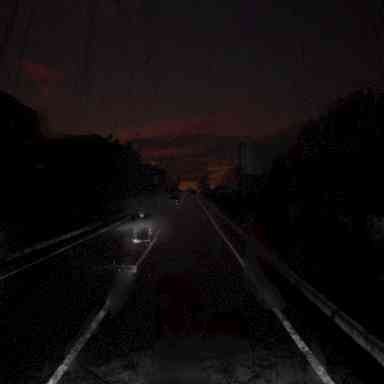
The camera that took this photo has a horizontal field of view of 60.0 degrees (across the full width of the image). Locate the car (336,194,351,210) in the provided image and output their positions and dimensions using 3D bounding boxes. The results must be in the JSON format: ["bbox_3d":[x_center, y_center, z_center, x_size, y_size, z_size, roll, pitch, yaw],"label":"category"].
[{"bbox_3d":[18.655,1.219,35.624,5.008,1.535,2.097,0,1,0],"label":"car"}]

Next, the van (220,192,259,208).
[{"bbox_3d":[5.659,0.945,40.309,4.442,1.987,1.878,0,1,0],"label":"van"}]

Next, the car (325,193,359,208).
[{"bbox_3d":[18.639,1.192,38.400,5.008,1.535,2.097,0,1,0],"label":"car"}]

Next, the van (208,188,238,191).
[{"bbox_3d":[5.543,0.698,59.940,4.442,1.987,1.878,0,1,0],"label":"van"}]

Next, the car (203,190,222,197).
[{"bbox_3d":[5.246,0.350,85.164,4.553,1.767,2.185,0,1,0],"label":"car"}]

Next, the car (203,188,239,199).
[{"bbox_3d":[5.382,0.623,62.739,5.566,2.045,2.435,0,1,0],"label":"car"}]

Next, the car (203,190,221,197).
[{"bbox_3d":[5.229,0.301,87.967,4.553,1.767,2.185,0,1,0],"label":"car"}]

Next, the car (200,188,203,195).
[{"bbox_3d":[5.282,0.324,79.557,5.566,2.045,2.435,0,1,0],"label":"car"}]

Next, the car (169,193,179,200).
[{"bbox_3d":[-3.552,0.869,66.229,2.033,1.411,5.357,0,1,0],"label":"car"}]

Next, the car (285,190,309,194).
[{"bbox_3d":[18.490,0.707,57.829,5.566,2.045,2.435,0,1,0],"label":"car"}]

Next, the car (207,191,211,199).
[{"bbox_3d":[5.449,0.968,57.136,4.892,1.521,2.231,0,1,0],"label":"car"}]

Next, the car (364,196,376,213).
[{"bbox_3d":[18.712,1.304,30.074,4.792,1.488,2.163,0,1,0],"label":"car"}]

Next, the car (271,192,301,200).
[{"bbox_3d":[18.655,0.813,66.161,5.366,1.575,1.946,0,1,0],"label":"car"}]

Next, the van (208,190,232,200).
[{"bbox_3d":[5.510,0.598,65.544,4.442,1.987,1.878,0,1,0],"label":"van"}]

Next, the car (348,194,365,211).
[{"bbox_3d":[18.673,1.248,32.849,4.892,1.521,2.231,0,1,0],"label":"car"}]

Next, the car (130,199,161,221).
[{"bbox_3d":[-3.462,1.326,25.300,2.128,1.511,4.902,0,1,0],"label":"car"}]

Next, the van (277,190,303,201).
[{"bbox_3d":[18.603,0.639,63.383,4.442,1.987,1.878,0,1,0],"label":"van"}]

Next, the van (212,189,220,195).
[{"bbox_3d":[5.393,0.889,45.918,4.442,1.987,1.878,0,1,0],"label":"van"}]

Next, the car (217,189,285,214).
[{"bbox_3d":[5.564,1.003,31.899,5.566,2.045,2.435,0,1,0],"label":"car"}]

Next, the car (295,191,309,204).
[{"bbox_3d":[18.752,1.071,49.506,5.366,1.575,1.946,0,1,0],"label":"car"}]

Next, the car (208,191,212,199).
[{"bbox_3d":[5.457,1.050,54.334,4.674,1.452,2.002,0,1,0],"label":"car"}]

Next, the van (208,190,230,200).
[{"bbox_3d":[5.493,0.549,68.347,4.442,1.987,1.878,0,1,0],"label":"van"}]

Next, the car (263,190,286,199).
[{"bbox_3d":[18.451,0.542,74.485,4.553,1.767,2.185,0,1,0],"label":"car"}]

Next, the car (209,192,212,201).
[{"bbox_3d":[5.505,1.079,51.526,4.792,1.488,2.163,0,1,0],"label":"car"}]

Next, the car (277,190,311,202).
[{"bbox_3d":[18.531,0.663,60.606,5.566,2.045,2.435,0,1,0],"label":"car"}]

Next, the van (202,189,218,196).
[{"bbox_3d":[5.111,0.101,93.571,4.442,1.987,1.878,0,1,0],"label":"van"}]

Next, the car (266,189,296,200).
[{"bbox_3d":[18.482,0.515,68.931,5.566,2.045,2.435,0,1,0],"label":"car"}]

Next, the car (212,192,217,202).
[{"bbox_3d":[5.521,1.143,43.114,5.008,1.535,2.097,0,1,0],"label":"car"}]

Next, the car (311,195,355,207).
[{"bbox_3d":[18.595,1.138,43.950,4.892,1.521,2.231,0,1,0],"label":"car"}]

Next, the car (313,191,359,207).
[{"bbox_3d":[18.588,0.913,41.173,5.566,2.045,2.435,0,1,0],"label":"car"}]

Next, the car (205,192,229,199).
[{"bbox_3d":[5.354,0.726,71.153,4.892,1.521,2.231,0,1,0],"label":"car"}]

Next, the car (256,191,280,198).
[{"bbox_3d":[18.202,0.566,80.036,5.366,1.575,1.946,0,1,0],"label":"car"}]

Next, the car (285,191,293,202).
[{"bbox_3d":[18.564,1.030,55.060,4.792,1.488,2.163,0,1,0],"label":"car"}]

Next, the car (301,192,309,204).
[{"bbox_3d":[18.579,1.107,46.728,5.008,1.535,2.097,0,1,0],"label":"car"}]

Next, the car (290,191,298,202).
[{"bbox_3d":[18.522,1.072,52.276,4.792,1.488,2.163,0,1,0],"label":"car"}]

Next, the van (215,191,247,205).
[{"bbox_3d":[5.609,0.856,48.721,4.442,1.987,1.878,0,1,0],"label":"van"}]

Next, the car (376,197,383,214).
[{"bbox_3d":[18.513,1.298,27.298,5.366,1.575,1.946,0,1,0],"label":"car"}]

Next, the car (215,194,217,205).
[{"bbox_3d":[5.390,1.224,34.704,5.366,1.575,1.946,0,1,0],"label":"car"}]
